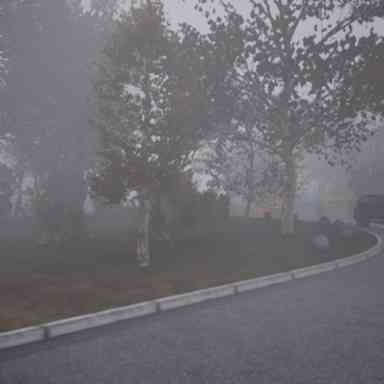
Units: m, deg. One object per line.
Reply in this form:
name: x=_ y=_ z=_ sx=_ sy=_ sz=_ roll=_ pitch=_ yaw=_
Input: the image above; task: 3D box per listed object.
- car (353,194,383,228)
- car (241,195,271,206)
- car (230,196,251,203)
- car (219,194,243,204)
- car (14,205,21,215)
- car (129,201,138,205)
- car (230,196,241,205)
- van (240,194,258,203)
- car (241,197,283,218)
car: x=11.394 y=1.166 z=18.483 sx=2.150 sy=2.045 sz=5.566 roll=3 pitch=-1 yaw=-8
car: x=12.136 y=1.577 z=63.245 sx=2.435 sy=2.045 sz=5.566 roll=0 pitch=0 yaw=-35
car: x=11.349 y=1.786 z=78.664 sx=2.097 sy=1.535 sz=5.008 roll=0 pitch=0 yaw=-35
car: x=9.075 y=1.548 z=77.020 sx=2.435 sy=2.045 sz=5.566 roll=0 pitch=0 yaw=-35
car: x=-27.617 y=1.880 z=51.231 sx=2.435 sy=2.045 sz=5.566 roll=-1 pitch=0 yaw=-35
car: x=-11.576 y=2.004 z=62.537 sx=2.163 sy=1.488 sz=4.792 roll=-1 pitch=0 yaw=-35
car: x=5.306 y=1.633 z=58.432 sx=2.435 sy=2.045 sz=5.566 roll=-1 pitch=0 yaw=-35
van: x=13.710 y=1.547 z=80.178 sx=1.878 sy=1.987 sz=4.442 roll=0 pitch=0 yaw=-35
car: x=7.531 y=1.630 z=33.382 sx=2.097 sy=1.767 sz=4.553 roll=3 pitch=-3 yaw=-32
